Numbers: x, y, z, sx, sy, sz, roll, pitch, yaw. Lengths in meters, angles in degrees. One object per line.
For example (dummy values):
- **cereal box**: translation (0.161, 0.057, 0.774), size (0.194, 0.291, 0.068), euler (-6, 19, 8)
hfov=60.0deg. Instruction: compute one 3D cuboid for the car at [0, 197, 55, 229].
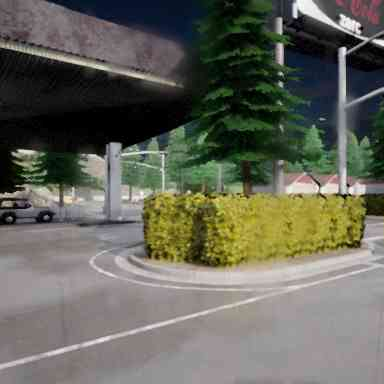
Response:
- **car**: translation (-11.899, 1.312, 23.529), size (3.866, 1.878, 1.905), euler (0, 0, -36)
